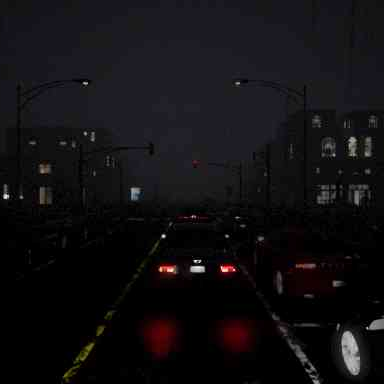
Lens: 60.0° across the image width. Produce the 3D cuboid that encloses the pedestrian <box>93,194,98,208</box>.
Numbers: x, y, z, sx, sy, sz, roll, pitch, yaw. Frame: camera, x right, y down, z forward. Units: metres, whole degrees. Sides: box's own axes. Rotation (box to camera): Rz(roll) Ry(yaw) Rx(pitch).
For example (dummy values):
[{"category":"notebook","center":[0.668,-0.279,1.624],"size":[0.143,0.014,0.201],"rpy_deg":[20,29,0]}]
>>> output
[{"category":"pedestrian","center":[-12.570,1.135,43.234],"size":[0.375,1.860,0.375],"rpy_deg":[0,-1,1]}]

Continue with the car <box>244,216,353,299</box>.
[{"category":"car","center":[2.691,1.546,8.320],"size":[1.887,1.381,4.507],"rpy_deg":[0,0,0]}]

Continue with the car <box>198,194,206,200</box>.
[{"category":"car","center":[2.656,1.458,90.747],"size":[1.967,1.590,4.097],"rpy_deg":[0,0,0]}]

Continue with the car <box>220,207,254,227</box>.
[{"category":"car","center":[2.687,1.553,19.704],"size":[2.008,1.369,4.403],"rpy_deg":[0,0,0]}]

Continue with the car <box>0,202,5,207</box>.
[{"category":"car","center":[-25.468,1.447,40.483],"size":[4.829,1.417,1.752],"rpy_deg":[0,-1,1]}]

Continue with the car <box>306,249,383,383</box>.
[{"category":"car","center":[2.694,1.551,2.628],"size":[2.008,1.369,4.403],"rpy_deg":[0,0,0]}]

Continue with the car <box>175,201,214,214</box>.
[{"category":"car","center":[0.092,1.507,19.499],"size":[1.837,1.490,4.892],"rpy_deg":[0,0,0]}]

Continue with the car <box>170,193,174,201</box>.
[{"category":"car","center":[-5.717,1.451,74.191],"size":[1.967,1.590,4.097],"rpy_deg":[0,0,0]}]

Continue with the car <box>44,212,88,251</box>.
[{"category":"car","center":[-5.692,1.552,14.025],"size":[2.008,1.369,4.403],"rpy_deg":[0,0,0]}]

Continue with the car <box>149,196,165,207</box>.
[{"category":"car","center":[-5.708,1.588,52.103],"size":[1.802,1.307,4.206],"rpy_deg":[0,0,0]}]

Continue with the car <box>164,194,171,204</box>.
[{"category":"car","center":[-5.713,1.559,63.147],"size":[2.008,1.369,4.403],"rpy_deg":[0,0,0]}]

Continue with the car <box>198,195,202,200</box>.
[{"category":"car","center":[2.667,1.590,63.136],"size":[1.802,1.307,4.206],"rpy_deg":[0,0,0]}]

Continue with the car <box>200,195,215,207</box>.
[{"category":"car","center":[2.672,1.572,52.094],"size":[1.947,1.339,4.313],"rpy_deg":[0,0,0]}]

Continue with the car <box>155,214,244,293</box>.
[{"category":"car","center":[0.097,1.548,8.978],"size":[2.033,1.411,5.357],"rpy_deg":[0,0,0]}]

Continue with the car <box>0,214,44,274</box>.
[{"category":"car","center":[-5.688,1.441,8.333],"size":[1.967,1.590,4.097],"rpy_deg":[0,0,0]}]
